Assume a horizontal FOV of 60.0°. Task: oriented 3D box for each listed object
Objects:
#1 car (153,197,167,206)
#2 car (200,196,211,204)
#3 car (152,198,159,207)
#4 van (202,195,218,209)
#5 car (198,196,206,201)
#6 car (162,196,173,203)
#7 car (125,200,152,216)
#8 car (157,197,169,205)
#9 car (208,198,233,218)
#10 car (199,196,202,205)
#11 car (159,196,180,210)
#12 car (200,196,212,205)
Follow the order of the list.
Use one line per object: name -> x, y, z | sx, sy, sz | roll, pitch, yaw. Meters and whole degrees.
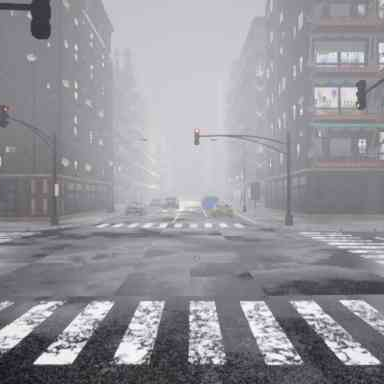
car -> -5.297, 1.563, 55.174 | 1.752, 1.417, 4.829 | 1, 0, 0
car -> 2.585, 1.604, 66.712 | 2.008, 1.369, 4.403 | 1, 0, 0
car -> -5.298, 1.613, 49.686 | 1.802, 1.307, 4.206 | 1, 0, 0
van -> 2.616, 1.366, 44.090 | 1.690, 1.788, 3.998 | 1, 0, 0
car -> 2.587, 1.627, 83.680 | 1.887, 1.381, 4.507 | 1, 0, 0
car -> -5.295, 1.612, 72.318 | 2.008, 1.369, 4.403 | 1, 0, 0
car -> -5.430, 1.565, 32.713 | 2.008, 1.369, 4.403 | 1, 0, 0
car -> -5.297, 1.627, 61.002 | 1.802, 1.307, 4.206 | 1, 0, 0
car -> 2.709, 1.537, 30.256 | 1.752, 1.417, 4.829 | 1, 0, 0
car -> 2.585, 1.347, 49.744 | 2.192, 1.841, 5.009 | 1, 0, 0
car -> -2.742, 1.370, 44.193 | 2.097, 1.767, 4.553 | 0, 0, 0
car -> 2.585, 1.485, 61.056 | 1.967, 1.590, 4.097 | 1, 0, 0
